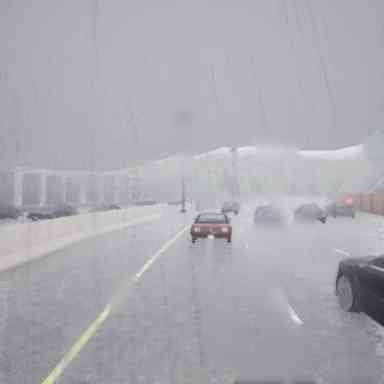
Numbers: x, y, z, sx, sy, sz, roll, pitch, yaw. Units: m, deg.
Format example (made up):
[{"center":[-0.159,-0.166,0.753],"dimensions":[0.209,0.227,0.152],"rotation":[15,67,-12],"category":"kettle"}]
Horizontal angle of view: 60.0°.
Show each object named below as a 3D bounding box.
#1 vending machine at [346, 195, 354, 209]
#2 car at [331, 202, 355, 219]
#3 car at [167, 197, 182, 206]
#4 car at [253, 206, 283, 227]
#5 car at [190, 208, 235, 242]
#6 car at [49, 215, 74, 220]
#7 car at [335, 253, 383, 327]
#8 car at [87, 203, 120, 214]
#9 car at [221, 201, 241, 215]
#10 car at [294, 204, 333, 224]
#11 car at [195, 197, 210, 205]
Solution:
[{"center":[24.180,1.529,50.947],"dimensions":[1.100,2.100,0.880],"rotation":[0,0,19],"category":"vending machine"},{"center":[13.874,1.694,31.361],"dimensions":[2.128,1.511,4.902],"rotation":[0,0,11],"category":"car"},{"center":[-3.034,1.784,62.493],"dimensions":[1.882,1.535,5.008],"rotation":[0,0,20],"category":"car"},{"center":[5.474,1.686,24.139],"dimensions":[2.033,1.411,5.357],"rotation":[0,0,9],"category":"car"},{"center":[1.049,1.689,16.794],"dimensions":[1.895,1.301,4.718],"rotation":[0,0,6],"category":"car"},{"center":[-11.749,1.652,28.438],"dimensions":[2.033,1.411,5.357],"rotation":[0,0,9],"category":"car"},{"center":[3.763,1.528,4.828],"dimensions":[2.128,1.511,4.902],"rotation":[0,0,2],"category":"car"},{"center":[-7.874,1.690,30.239],"dimensions":[1.994,1.385,4.181],"rotation":[0,0,10],"category":"car"},{"center":[4.376,1.749,37.329],"dimensions":[2.033,1.411,5.357],"rotation":[0,0,13],"category":"car"},{"center":[9.445,1.713,26.839],"dimensions":[2.033,1.411,5.357],"rotation":[0,0,10],"category":"car"},{"center":[2.153,1.821,66.541],"dimensions":[1.837,1.490,4.892],"rotation":[0,0,20],"category":"car"}]
